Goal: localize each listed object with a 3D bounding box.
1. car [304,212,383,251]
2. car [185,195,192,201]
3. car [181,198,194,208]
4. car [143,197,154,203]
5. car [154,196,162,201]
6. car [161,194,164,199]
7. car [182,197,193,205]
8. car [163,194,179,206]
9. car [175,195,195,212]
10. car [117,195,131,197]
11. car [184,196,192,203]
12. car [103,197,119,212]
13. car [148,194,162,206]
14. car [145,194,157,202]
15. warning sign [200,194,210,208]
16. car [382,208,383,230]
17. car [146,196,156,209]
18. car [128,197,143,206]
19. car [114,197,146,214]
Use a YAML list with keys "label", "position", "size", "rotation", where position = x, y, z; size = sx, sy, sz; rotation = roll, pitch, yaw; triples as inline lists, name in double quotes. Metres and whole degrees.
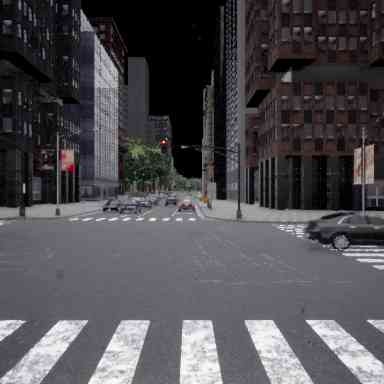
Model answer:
- label: "car"
  position: [7.351, 1.638, 14.188]
  size: [4.892, 1.490, 1.837]
  rotation: [1, 0, 0]
- label: "car"
  position: [-0.939, 1.574, 87.797]
  size: [1.967, 1.590, 4.097]
  rotation: [0, 0, 0]
- label: "car"
  position: [-0.686, 1.614, 49.822]
  size: [1.802, 1.307, 4.206]
  rotation: [0, 0, 0]
- label: "car"
  position: [-9.355, 1.669, 71.474]
  size: [1.802, 1.307, 4.206]
  rotation: [0, 0, 0]
- label: "car"
  position: [-9.499, 1.696, 93.177]
  size: [1.887, 1.381, 4.507]
  rotation: [0, 0, 0]
- label: "car"
  position: [-9.465, 1.449, 87.752]
  size: [2.192, 1.841, 5.009]
  rotation: [0, 0, 0]
- label: "car"
  position: [-0.758, 1.603, 60.672]
  size: [1.887, 1.381, 4.507]
  rotation: [0, 0, 0]
- label: "car"
  position: [-3.386, 1.552, 55.565]
  size: [1.837, 1.490, 4.892]
  rotation: [0, 0, 0]
- label: "car"
  position: [-0.614, 1.448, 38.973]
  size: [1.967, 1.590, 4.097]
  rotation: [0, 0, 0]
- label: "car"
  position: [-9.176, 1.335, 44.345]
  size: [2.192, 1.841, 5.009]
  rotation: [0, 0, 0]
- label: "car"
  position: [-0.831, 1.612, 71.692]
  size: [1.752, 1.417, 4.829]
  rotation: [0, 0, 0]
- label: "car"
  position: [-9.139, 1.574, 38.919]
  size: [1.947, 1.339, 4.313]
  rotation: [0, 0, 0]
- label: "car"
  position: [-6.570, 1.551, 55.547]
  size: [1.837, 1.490, 4.892]
  rotation: [0, 0, 0]
- label: "car"
  position: [-9.392, 1.417, 76.901]
  size: [2.192, 1.841, 5.009]
  rotation: [0, 0, 0]
- label: "warning sign"
  position: [1.672, 1.132, 42.659]
  size: [1.300, 1.860, 1.060]
  rotation: [0, 0, 0]
- label: "car"
  position: [14.628, 1.794, 20.929]
  size: [4.181, 1.385, 1.994]
  rotation: [1, 0, 0]
- label: "car"
  position: [-6.523, 1.586, 45.354]
  size: [1.994, 1.385, 4.181]
  rotation: [0, 0, -1]
- label: "car"
  position: [-9.246, 1.570, 55.026]
  size: [1.752, 1.417, 4.829]
  rotation: [0, 0, 0]
- label: "car"
  position: [-6.459, 1.548, 35.399]
  size: [2.033, 1.411, 5.357]
  rotation: [0, 0, -1]
